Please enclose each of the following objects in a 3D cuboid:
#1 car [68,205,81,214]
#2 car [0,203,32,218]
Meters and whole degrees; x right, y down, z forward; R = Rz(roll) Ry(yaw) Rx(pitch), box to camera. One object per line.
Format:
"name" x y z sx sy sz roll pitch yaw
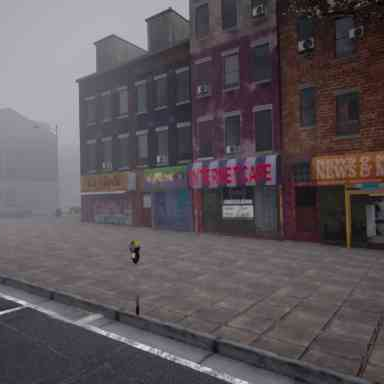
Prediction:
"car" -10.772 1.609 36.538 2.033 1.411 5.357 -2 -1 35
"car" -16.227 1.631 28.949 1.994 1.385 4.181 -2 -1 36
